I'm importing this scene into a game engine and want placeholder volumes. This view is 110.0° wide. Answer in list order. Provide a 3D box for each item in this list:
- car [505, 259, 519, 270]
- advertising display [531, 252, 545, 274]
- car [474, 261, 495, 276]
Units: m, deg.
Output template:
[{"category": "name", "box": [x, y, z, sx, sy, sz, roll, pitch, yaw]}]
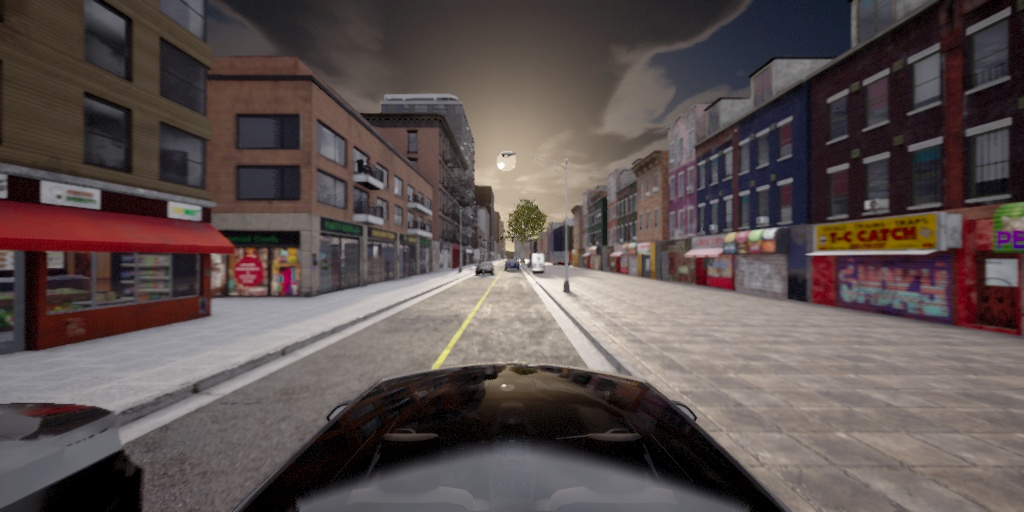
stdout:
[{"category": "car", "box": [0.039, 1.173, 54.205, 2.097, 1.767, 4.553, 0, 0, 0]}, {"category": "advertising display", "box": [3.014, 0.824, 41.206, 1.540, 2.440, 0.280, 0, 0, 0]}, {"category": "car", "box": [-2.836, 1.299, 38.046, 1.837, 1.490, 4.892, 0, 0, 0]}]
